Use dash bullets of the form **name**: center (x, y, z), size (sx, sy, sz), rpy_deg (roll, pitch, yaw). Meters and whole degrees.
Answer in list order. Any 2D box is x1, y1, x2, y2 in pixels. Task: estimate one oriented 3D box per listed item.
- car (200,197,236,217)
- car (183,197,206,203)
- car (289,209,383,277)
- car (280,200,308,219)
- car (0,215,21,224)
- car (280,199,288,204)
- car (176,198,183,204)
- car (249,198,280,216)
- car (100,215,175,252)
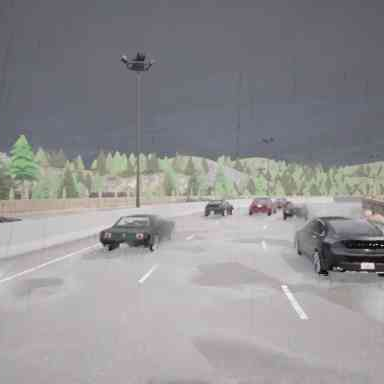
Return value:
- **car**: center (2.639, 1.519, 31.345), size (1.837, 1.490, 4.892), rpy_deg (-1, 0, 21)
- **car**: center (1.265, 1.579, 52.607), size (2.128, 1.511, 4.902), rpy_deg (0, 0, 32)
- **car**: center (4.467, 1.502, 10.286), size (1.837, 1.490, 4.892), rpy_deg (0, 0, 7)
- **car**: center (8.849, 1.588, 28.123), size (1.895, 1.301, 4.718), rpy_deg (0, 0, 20)
- **car**: center (-9.387, 1.567, 13.865), size (2.033, 1.411, 5.357), rpy_deg (0, 0, 9)
- **car**: center (11.414, 1.549, 42.299), size (2.033, 1.411, 5.357), rpy_deg (0, 0, 31)
- **car**: center (-0.785, 1.604, 55.908), size (2.128, 1.511, 4.902), rpy_deg (0, -1, 33)
- **car**: center (7.165, 1.352, 33.197), size (2.097, 1.767, 4.553), rpy_deg (0, 0, 22)
- **car**: center (-2.050, 1.610, 14.075), size (1.895, 1.301, 4.718), rpy_deg (0, 0, 9)
